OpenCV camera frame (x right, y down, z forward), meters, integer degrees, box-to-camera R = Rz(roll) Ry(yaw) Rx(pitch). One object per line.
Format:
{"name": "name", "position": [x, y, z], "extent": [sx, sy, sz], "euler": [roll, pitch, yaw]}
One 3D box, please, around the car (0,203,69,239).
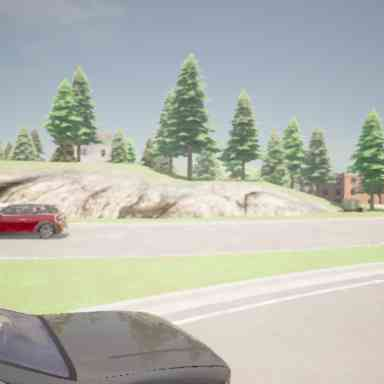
{"name": "car", "position": [-8.670, 1.361, 16.634], "extent": [4.553, 1.767, 2.097], "euler": [0, 0, -8]}

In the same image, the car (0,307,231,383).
{"name": "car", "position": [-2.200, 1.539, 2.177], "extent": [5.357, 1.411, 2.033], "euler": [1, 0, -34]}

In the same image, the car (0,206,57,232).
{"name": "car", "position": [-11.112, 1.551, 19.733], "extent": [5.357, 1.411, 2.033], "euler": [0, 0, -5]}
